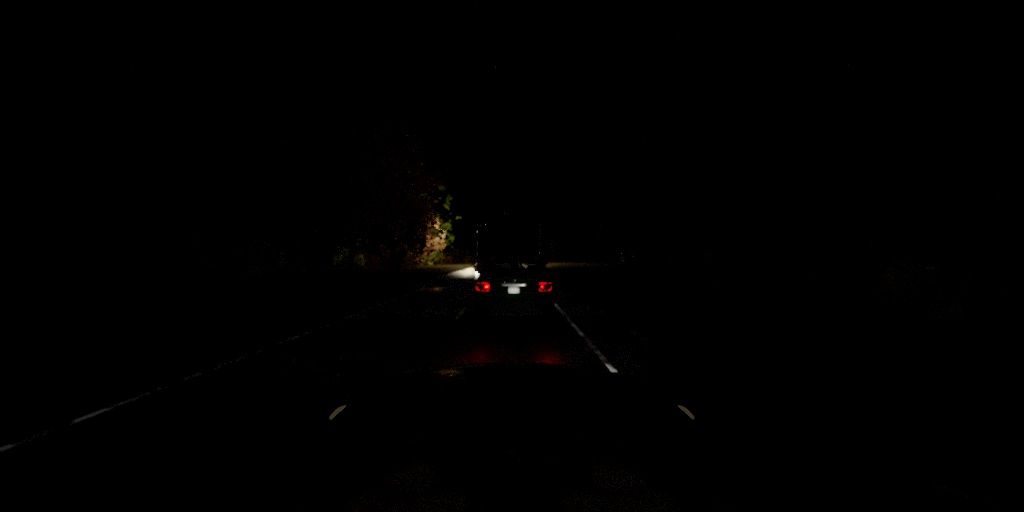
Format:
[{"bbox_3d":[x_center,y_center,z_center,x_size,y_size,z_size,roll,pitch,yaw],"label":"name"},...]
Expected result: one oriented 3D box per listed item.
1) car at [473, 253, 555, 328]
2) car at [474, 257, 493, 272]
[{"bbox_3d":[0.075,0.935,11.454,2.150,2.045,5.566,0,0,1],"label":"car"},{"bbox_3d":[-3.572,0.999,45.611,2.097,1.767,4.553,0,0,0],"label":"car"}]
